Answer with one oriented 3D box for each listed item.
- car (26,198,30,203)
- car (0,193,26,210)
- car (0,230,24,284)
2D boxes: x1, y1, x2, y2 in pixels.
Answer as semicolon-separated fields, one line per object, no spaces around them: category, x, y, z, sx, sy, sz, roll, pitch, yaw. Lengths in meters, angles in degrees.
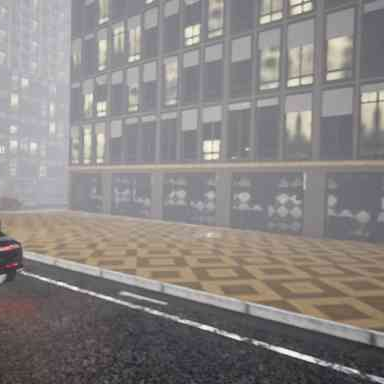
car;-23.698;0.917;43.150;1.752;1.417;4.829;2;1;36
car;-20.188;0.929;33.779;2.192;1.841;5.009;2;0;36
car;-5.932;1.336;7.892;4.902;1.511;2.128;1;1;35
